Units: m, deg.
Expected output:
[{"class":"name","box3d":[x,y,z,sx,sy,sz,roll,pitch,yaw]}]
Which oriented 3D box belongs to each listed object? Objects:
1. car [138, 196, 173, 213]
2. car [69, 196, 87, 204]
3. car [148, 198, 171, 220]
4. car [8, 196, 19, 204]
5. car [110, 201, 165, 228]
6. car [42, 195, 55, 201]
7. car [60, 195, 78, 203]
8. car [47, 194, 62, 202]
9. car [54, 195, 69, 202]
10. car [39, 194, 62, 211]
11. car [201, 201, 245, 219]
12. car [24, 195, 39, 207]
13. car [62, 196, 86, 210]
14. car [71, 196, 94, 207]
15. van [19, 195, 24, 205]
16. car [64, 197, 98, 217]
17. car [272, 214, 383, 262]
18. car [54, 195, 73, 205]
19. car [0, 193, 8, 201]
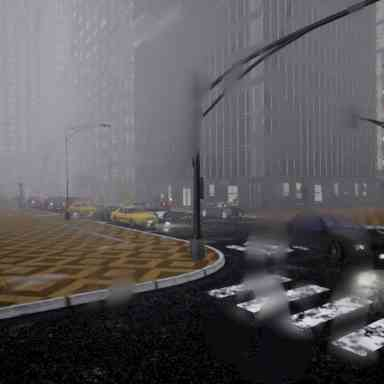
[{"class":"car","box3d":[-4.088,1.328,36.693,1.967,1.590,4.097,-1,1,-36]},{"class":"car","box3d":[-20.362,1.389,59.212,1.887,1.381,4.507,-1,1,-36]},{"class":"car","box3d":[-3.731,1.474,26.826,2.128,1.511,4.902,-1,1,-36]},{"class":"car","box3d":[-33.249,1.494,63.630,2.008,1.369,4.403,-1,1,-36]},{"class":"car","box3d":[-4.044,1.552,22.821,1.752,1.417,4.829,-1,1,-36]},{"class":"car","box3d":[-33.445,1.331,77.391,1.752,1.417,4.829,-1,1,-36]},{"class":"car","box3d":[-23.608,1.385,63.722,2.008,1.369,4.403,-1,1,-36]},{"class":"car","box3d":[-30.100,1.256,72.742,1.967,1.590,4.097,-1,1,-36]},{"class":"car","box3d":[-26.853,1.407,68.233,1.802,1.307,4.206,-1,1,-36]},{"class":"car","box3d":[-17.022,1.429,41.076,1.967,1.590,4.097,-1,1,-36]},{"class":"car","box3d":[2.463,1.455,27.713,2.008,1.369,4.403,-1,1,-36]},{"class":"car","box3d":[-23.513,1.411,50.098,1.967,1.590,4.097,-1,1,-36]},{"class":"car","box3d":[-14.008,1.306,41.148,2.097,1.767,4.553,-1,1,-35]},{"class":"car","box3d":[-16.360,1.403,49.427,1.837,1.490,4.892,-1,1,-36]},{"class":"van","box3d":[-26.760,1.303,54.607,1.690,1.788,3.998,-1,1,-36]},{"class":"car","box3d":[-10.479,1.533,31.885,1.752,1.417,4.829,-1,1,-36]},{"class":"car","box3d":[5.035,1.550,12.505,2.033,1.411,5.357,0,0,-16]},{"class":"car","box3d":[-22.408,1.358,57.846,1.882,1.535,5.008,-1,1,-35]},{"class":"car","box3d":[-46.232,1.449,81.672,1.887,1.381,4.507,-1,1,-36]}]
